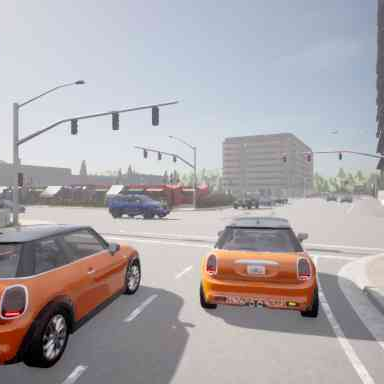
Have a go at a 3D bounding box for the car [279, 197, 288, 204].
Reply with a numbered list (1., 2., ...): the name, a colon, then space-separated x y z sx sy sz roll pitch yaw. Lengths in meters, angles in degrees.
1. car: 16.565 1.601 62.209 1.895 1.301 4.718 0 0 28

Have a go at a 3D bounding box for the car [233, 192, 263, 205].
1. car: 7.349 1.221 44.516 2.150 2.045 5.566 0 0 27

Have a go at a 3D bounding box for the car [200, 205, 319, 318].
1. car: 1.603 1.352 7.770 2.097 1.767 4.553 0 0 14

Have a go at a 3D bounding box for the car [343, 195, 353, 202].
1. car: 36.526 1.500 77.823 1.837 1.490 4.892 0 0 27

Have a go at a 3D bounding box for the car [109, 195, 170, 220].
1. car: -4.620 1.269 28.589 5.566 2.045 2.150 -1 0 28

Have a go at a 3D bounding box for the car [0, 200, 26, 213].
1. car: -20.547 1.581 36.989 4.674 1.442 1.812 0 0 28

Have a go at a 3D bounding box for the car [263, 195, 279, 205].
1. car: 11.940 1.352 53.366 2.097 1.767 4.553 0 0 27

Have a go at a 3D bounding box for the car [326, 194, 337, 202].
1. car: 33.386 1.355 79.371 2.097 1.767 4.553 0 0 27

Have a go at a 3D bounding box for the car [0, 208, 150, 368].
1. car: -2.509 1.352 6.052 2.097 1.767 4.553 0 0 9

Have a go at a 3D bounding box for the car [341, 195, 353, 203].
1. car: 31.954 1.595 68.991 1.895 1.301 4.718 0 0 27
